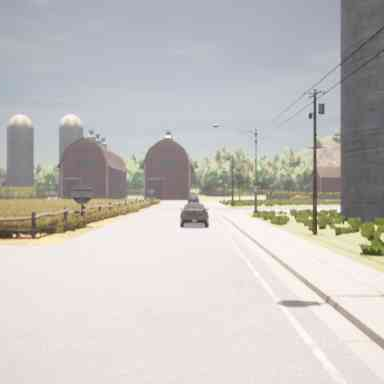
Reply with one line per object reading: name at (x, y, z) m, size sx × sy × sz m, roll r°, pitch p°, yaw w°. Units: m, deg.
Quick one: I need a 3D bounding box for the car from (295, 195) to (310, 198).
car at (27.062, 1.474, 81.305) m, size 5.008 × 1.535 × 1.882 m, roll 0°, pitch 0°, yaw 0°

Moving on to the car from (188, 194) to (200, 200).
car at (0.357, 1.349, 64.349) m, size 2.097 × 1.767 × 4.553 m, roll 0°, pitch 0°, yaw 3°

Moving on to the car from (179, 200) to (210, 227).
car at (0.163, 1.504, 22.769) m, size 1.837 × 1.490 × 4.892 m, roll 0°, pitch 0°, yaw 0°
